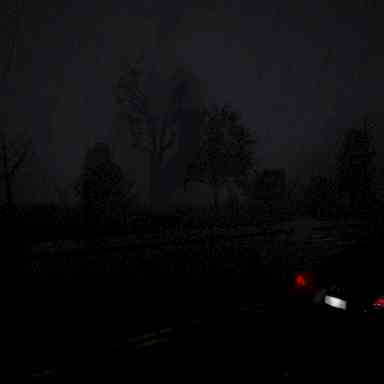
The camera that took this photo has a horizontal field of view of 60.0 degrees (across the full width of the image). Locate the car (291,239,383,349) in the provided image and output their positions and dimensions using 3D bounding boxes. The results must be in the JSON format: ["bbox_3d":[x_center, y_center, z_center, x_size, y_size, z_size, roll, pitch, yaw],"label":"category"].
[{"bbox_3d":[3.728,1.563,5.943,4.181,1.385,1.994,0,0,-34],"label":"car"}]
